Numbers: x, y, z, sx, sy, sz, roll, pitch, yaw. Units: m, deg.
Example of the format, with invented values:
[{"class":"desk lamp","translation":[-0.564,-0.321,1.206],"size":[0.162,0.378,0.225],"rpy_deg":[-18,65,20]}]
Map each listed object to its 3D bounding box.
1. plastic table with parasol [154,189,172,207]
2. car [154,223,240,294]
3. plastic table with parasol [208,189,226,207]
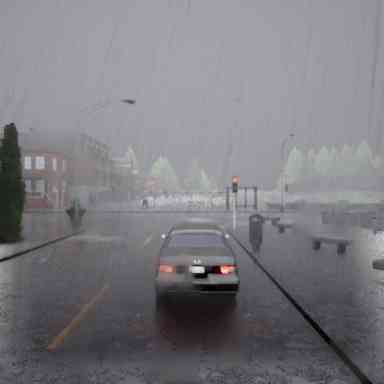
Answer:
[{"class":"plastic table with parasol","translation":[-4.246,0.866,48.961],"size":[2.482,2.480,2.482],"rpy_deg":[0,0,0]},{"class":"car","translation":[0.099,1.536,8.879],"size":[2.033,1.411,5.357],"rpy_deg":[0,0,0]},{"class":"plastic table with parasol","translation":[3.574,0.866,48.212],"size":[2.482,2.480,2.482],"rpy_deg":[0,0,0]}]
